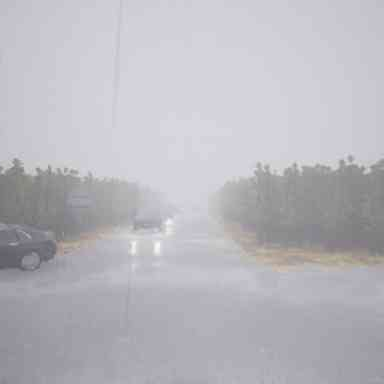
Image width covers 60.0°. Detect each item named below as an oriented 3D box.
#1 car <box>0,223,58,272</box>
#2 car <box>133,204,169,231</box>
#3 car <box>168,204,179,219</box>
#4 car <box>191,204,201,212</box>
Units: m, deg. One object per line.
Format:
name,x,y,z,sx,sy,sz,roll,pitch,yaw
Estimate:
car,-6.689,1.779,10.154,4.892,1.490,1.837,-1,3,-43
car,-2.967,1.901,24.093,1.882,1.535,5.008,0,-1,0
car,-2.857,2.057,35.751,2.128,1.511,4.902,0,-1,1
car,0.679,2.969,62.304,1.895,1.301,4.718,0,-1,1
